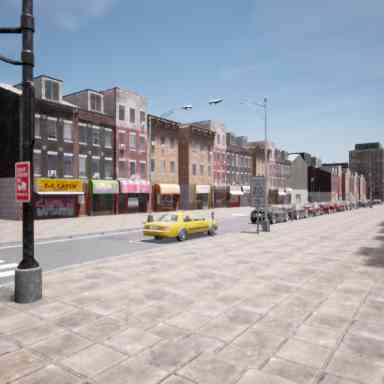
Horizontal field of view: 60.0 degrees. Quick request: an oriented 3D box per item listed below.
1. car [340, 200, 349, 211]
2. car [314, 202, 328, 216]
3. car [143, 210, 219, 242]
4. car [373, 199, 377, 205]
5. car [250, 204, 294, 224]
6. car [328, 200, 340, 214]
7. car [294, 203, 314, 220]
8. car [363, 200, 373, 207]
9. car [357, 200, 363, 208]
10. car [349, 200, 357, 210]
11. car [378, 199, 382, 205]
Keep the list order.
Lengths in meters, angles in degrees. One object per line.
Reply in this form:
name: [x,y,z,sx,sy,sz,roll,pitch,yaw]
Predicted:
car: [19.084,1.784,44.265,1.967,1.590,4.097,-1,-1,35]
car: [12.565,1.821,35.094,1.802,1.307,4.206,-1,-1,35]
car: [-0.379,1.598,16.895,1.752,1.417,4.829,-1,-1,35]
car: [35.387,2.212,67.184,1.887,1.381,4.507,-1,-2,35]
car: [6.044,1.715,25.925,1.947,1.339,4.313,-1,-1,35]
car: [15.825,1.834,39.678,1.887,1.381,4.507,-1,-1,35]
car: [9.304,1.743,30.510,2.008,1.369,4.403,-1,-1,35]
car: [32.128,2.147,62.601,2.008,1.369,4.403,-1,-1,35]
car: [25.606,2.014,53.432,2.008,1.369,4.403,-1,-1,35]
car: [22.346,1.952,48.847,2.008,1.369,4.403,-1,-1,35]
car: [45.168,2.461,80.936,2.008,1.369,4.403,-2,-2,35]
